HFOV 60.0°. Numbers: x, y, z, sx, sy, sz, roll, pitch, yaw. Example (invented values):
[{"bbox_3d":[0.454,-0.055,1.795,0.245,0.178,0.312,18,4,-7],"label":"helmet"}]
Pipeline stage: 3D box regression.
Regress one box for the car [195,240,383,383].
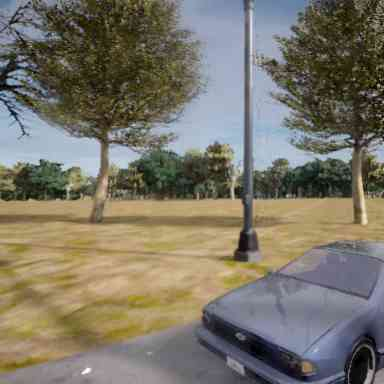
[{"bbox_3d":[2.671,1.535,5.228,5.357,1.411,2.033,0,1,-35],"label":"car"}]
